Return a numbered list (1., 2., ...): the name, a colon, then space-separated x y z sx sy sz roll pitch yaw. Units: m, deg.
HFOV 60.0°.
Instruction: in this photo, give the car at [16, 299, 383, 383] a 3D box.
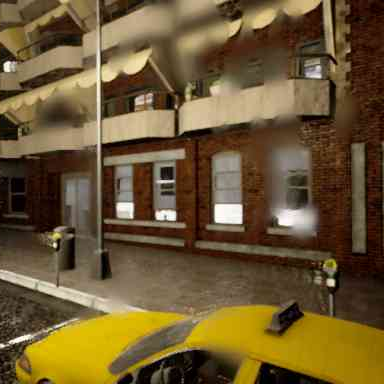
1. car: 0.457 1.523 2.576 4.829 1.417 1.752 0 -1 36
